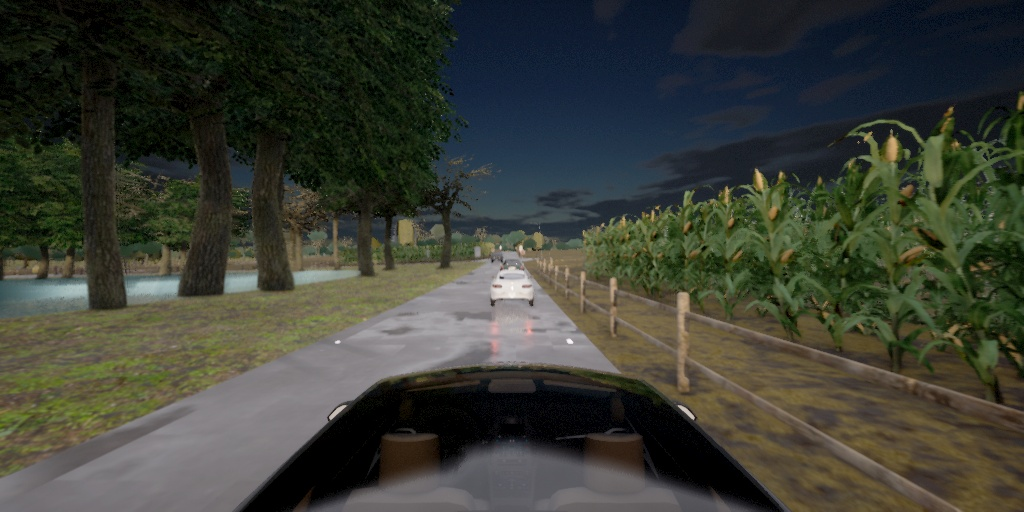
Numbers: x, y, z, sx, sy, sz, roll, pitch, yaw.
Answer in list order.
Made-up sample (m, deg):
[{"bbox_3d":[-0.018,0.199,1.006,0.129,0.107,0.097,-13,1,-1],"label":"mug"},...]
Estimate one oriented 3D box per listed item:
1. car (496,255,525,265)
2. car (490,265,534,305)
[{"bbox_3d":[0.005,1.050,30.896,2.097,1.767,4.553,0,0,0],"label":"car"},{"bbox_3d":[0.006,1.323,16.206,1.812,1.442,4.674,0,0,0],"label":"car"}]
